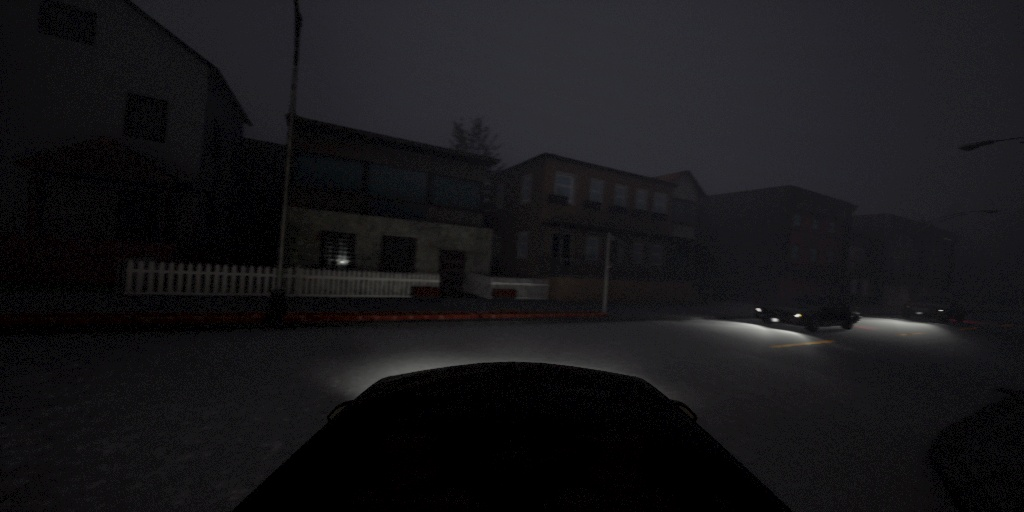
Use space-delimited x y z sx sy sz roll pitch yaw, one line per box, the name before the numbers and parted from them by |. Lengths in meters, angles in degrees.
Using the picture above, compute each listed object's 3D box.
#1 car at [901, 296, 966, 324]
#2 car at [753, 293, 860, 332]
car | 26.498 3.296 22.505 4.902 1.511 2.128 4 0 -27
car | 12.777 2.314 15.383 5.357 1.411 2.033 4 0 -27
